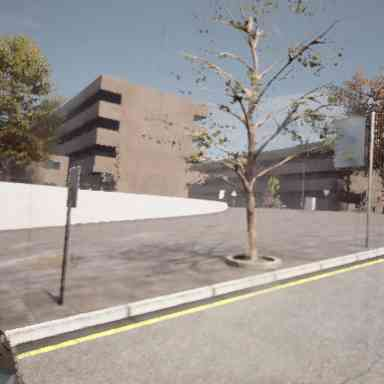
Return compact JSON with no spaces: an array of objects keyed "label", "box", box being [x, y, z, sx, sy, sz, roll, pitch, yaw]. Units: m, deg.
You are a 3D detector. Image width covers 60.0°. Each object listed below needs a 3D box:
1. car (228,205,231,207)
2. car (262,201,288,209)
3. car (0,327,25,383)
[{"label":"car","box":[6.034,2.985,67.157,2.128,1.511,4.902,5,-6,-25]},{"label":"car","box":[12.957,2.165,52.300,2.128,1.511,4.902,5,-4,-24]},{"label":"car","box":[-3.216,1.573,1.810,4.181,1.385,1.994,0,0,-35]}]
